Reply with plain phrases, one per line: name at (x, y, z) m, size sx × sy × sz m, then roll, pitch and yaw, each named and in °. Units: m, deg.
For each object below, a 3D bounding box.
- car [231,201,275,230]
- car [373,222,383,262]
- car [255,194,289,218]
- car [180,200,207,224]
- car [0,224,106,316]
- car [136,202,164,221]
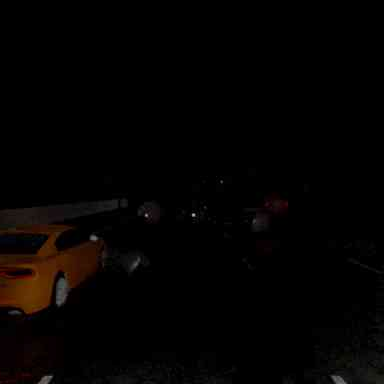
car at (3.607, 1.534, 21.038) m, size 1.812 × 1.442 × 4.674 m, roll 0°, pitch 0°, yaw 0°
car at (7.102, 1.226, 8.681) m, size 2.150 × 2.045 × 5.566 m, roll 0°, pitch 0°, yaw 0°
car at (7.111, 1.234, 30.267) m, size 2.150 × 2.045 × 5.566 m, roll 0°, pitch 0°, yaw 0°
car at (0.110, 1.573, 25.056) m, size 1.994 × 1.385 × 4.181 m, roll 0°, pitch 0°, yaw 0°
car at (-3.395, 1.480, 7.667) m, size 1.882 × 1.535 × 5.008 m, roll 0°, pitch 0°, yaw 0°
car at (-3.391, 1.536, 27.253) m, size 1.812 × 1.442 × 4.674 m, roll 0°, pitch 0°, yaw 0°
